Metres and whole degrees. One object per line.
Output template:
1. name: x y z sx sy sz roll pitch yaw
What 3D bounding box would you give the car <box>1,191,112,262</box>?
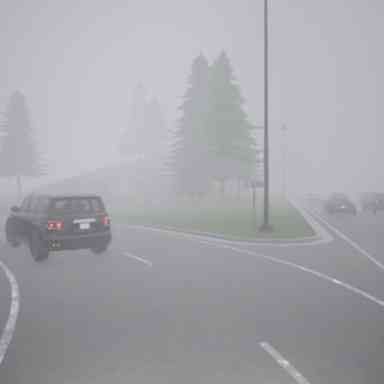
1. car: -4.821 1.040 11.698 2.150 2.045 5.566 -1 2 -40

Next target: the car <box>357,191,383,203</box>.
1. car: 23.310 0.613 43.713 1.837 1.490 4.892 0 1 14

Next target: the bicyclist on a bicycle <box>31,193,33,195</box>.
1. bicyclist on a bicycle: -12.432 0.890 26.870 0.582 1.620 1.656 0 1 23

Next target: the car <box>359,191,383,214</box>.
1. car: 15.432 0.791 27.223 2.097 1.767 4.553 0 1 14

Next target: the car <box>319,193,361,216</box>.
1. car: 11.584 1.039 26.324 1.994 1.385 4.181 0 1 14

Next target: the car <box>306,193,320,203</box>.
1. car: 16.151 0.741 43.990 1.895 1.301 4.718 0 1 14

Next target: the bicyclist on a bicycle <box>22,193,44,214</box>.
1. bicyclist on a bicycle: -12.888 0.889 27.055 0.582 1.620 1.656 0 1 22

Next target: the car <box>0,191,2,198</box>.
1. car: -34.621 0.599 62.654 1.812 1.442 4.674 0 1 15

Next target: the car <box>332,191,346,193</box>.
1. car: 20.304 0.560 46.076 1.882 1.535 5.008 0 1 14
